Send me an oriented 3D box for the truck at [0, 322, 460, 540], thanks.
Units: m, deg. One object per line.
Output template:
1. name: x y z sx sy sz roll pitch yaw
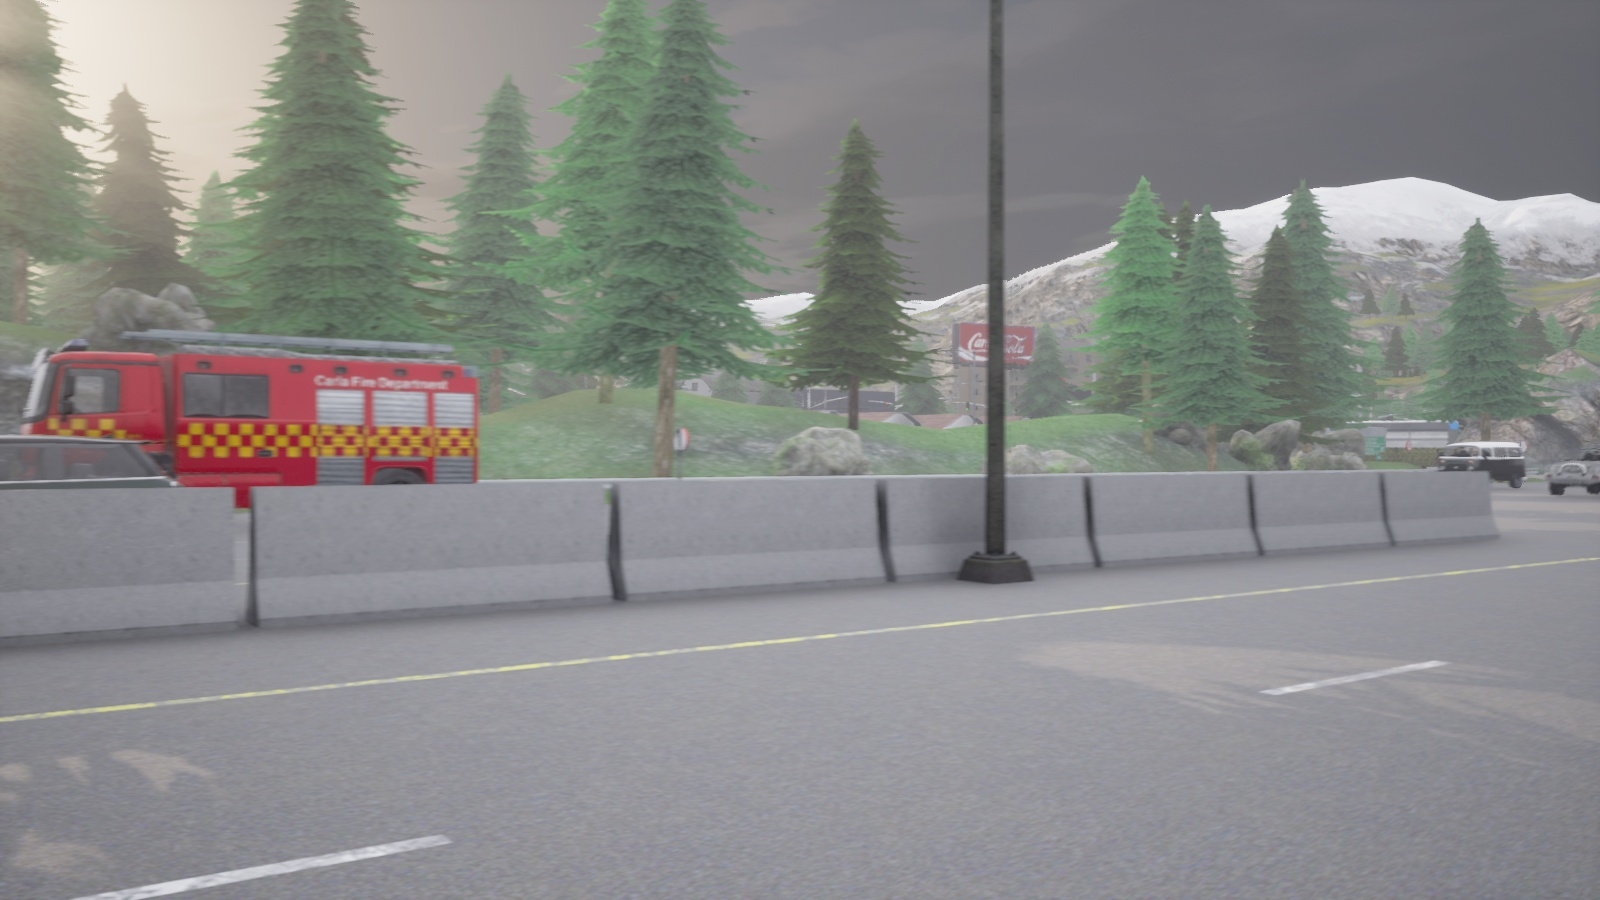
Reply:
1. truck: -11.534 -0.335 25.486 8.468 3.827 2.891 0 0 -35

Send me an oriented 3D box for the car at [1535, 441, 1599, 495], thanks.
1. car: 28.307 0.606 44.706 4.605 1.855 1.932 0 0 -35

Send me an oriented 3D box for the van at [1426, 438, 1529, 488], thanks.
1. van: 28.976 0.536 53.705 4.480 2.038 2.069 0 0 -35

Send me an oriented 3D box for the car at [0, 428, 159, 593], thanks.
1. car: -9.793 0.657 13.899 4.553 1.767 2.097 0 0 -35
